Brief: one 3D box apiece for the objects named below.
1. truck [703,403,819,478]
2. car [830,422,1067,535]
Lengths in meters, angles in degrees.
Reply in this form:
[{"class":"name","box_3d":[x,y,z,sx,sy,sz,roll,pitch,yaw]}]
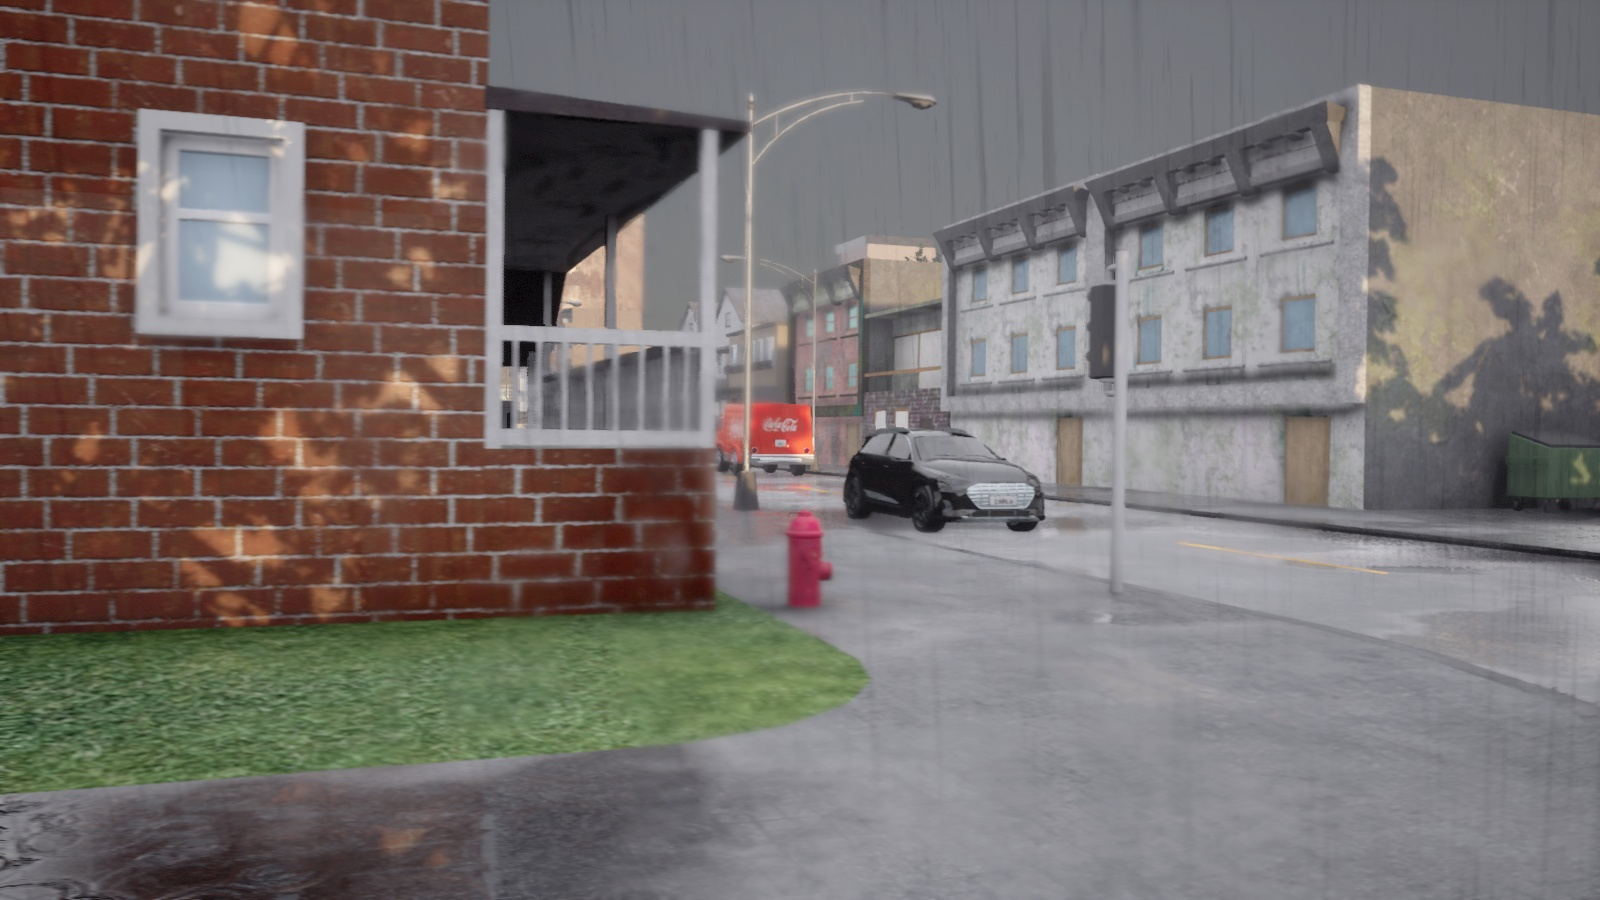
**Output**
[{"class":"truck","box_3d":[-1.461,-0.353,44.211,2.627,2.467,5.204,-1,1,-19]},{"class":"car","box_3d":[2.303,0.387,21.073,2.033,1.649,4.856,-1,1,-19]}]
